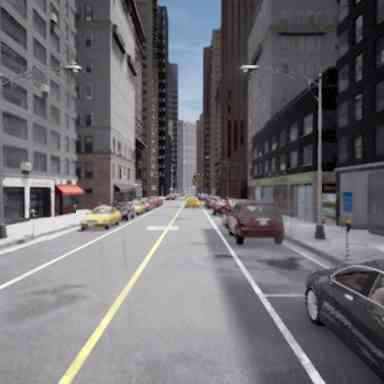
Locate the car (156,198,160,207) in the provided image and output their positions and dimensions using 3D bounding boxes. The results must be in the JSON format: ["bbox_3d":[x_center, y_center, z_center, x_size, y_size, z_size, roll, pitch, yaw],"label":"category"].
[{"bbox_3d":[-5.667,1.584,43.883,1.802,1.307,4.206,-1,0,0],"label":"car"}]

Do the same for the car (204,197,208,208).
[{"bbox_3d":[2.859,1.584,43.889,1.802,1.307,4.206,-1,0,0],"label":"car"}]

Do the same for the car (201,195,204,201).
[{"bbox_3d":[2.861,1.590,55.188,1.802,1.307,4.206,-1,0,0],"label":"car"}]

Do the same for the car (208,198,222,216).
[{"bbox_3d":[2.856,1.544,32.590,1.887,1.381,4.507,-1,0,0],"label":"car"}]

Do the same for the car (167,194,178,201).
[{"bbox_3d":[-5.660,1.346,87.788,2.192,1.841,5.009,-1,0,0],"label":"car"}]

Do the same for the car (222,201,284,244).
[{"bbox_3d":[2.850,1.313,15.644,2.192,1.841,5.009,-1,0,0],"label":"car"}]

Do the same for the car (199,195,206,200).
[{"bbox_3d":[2.870,1.618,93.420,1.802,1.307,4.206,-1,0,0],"label":"car"}]

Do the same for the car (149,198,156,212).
[{"bbox_3d":[-5.669,1.441,38.233,1.967,1.590,4.097,-1,0,0],"label":"car"}]

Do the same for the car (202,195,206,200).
[{"bbox_3d":[2.860,1.571,49.538,1.947,1.339,4.313,-1,0,0],"label":"car"}]

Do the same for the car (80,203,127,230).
[{"bbox_3d":[-5.672,1.524,21.117,1.752,1.417,4.829,-1,0,0],"label":"car"}]

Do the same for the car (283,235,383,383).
[{"bbox_3d":[2.850,1.550,4.342,2.008,1.369,4.403,-1,0,0],"label":"car"}]

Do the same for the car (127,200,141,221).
[{"bbox_3d":[-5.670,1.564,26.936,1.947,1.339,4.313,-1,0,0],"label":"car"}]

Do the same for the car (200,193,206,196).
[{"bbox_3d":[2.867,1.572,82.171,1.887,1.381,4.507,-1,0,0],"label":"car"}]

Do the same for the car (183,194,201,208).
[{"bbox_3d":[0.026,1.482,49.005,1.882,1.535,5.008,0,0,0],"label":"car"}]

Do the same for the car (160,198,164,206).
[{"bbox_3d":[-5.666,1.550,49.531,1.887,1.381,4.507,-1,0,0],"label":"car"}]

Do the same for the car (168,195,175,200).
[{"bbox_3d":[-5.656,1.561,93.243,1.752,1.417,4.829,-1,0,0],"label":"car"}]

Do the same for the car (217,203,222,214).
[{"bbox_3d":[2.854,1.580,21.291,1.802,1.307,4.206,-1,0,0],"label":"car"}]

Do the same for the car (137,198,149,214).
[{"bbox_3d":[-5.670,1.525,32.415,1.752,1.417,4.829,-1,0,0],"label":"car"}]
